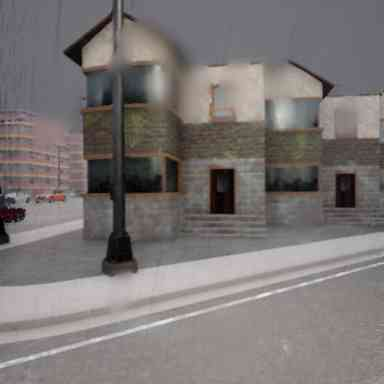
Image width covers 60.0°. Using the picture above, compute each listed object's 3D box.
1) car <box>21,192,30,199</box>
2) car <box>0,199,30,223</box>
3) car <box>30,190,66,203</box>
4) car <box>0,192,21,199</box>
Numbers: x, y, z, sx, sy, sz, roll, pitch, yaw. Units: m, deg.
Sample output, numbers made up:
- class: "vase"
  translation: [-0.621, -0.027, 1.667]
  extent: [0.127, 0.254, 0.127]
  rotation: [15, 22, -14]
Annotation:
- class: "car"
  translation: [-22.397, 0.717, 42.227]
  extent: [1.812, 1.442, 4.674]
  rotation: [0, 1, 10]
- class: "car"
  translation: [-11.979, 1.343, 19.538]
  extent: [1.895, 1.301, 4.718]
  rotation: [0, 1, 10]
- class: "car"
  translation: [-18.574, 0.488, 43.832]
  extent: [2.097, 1.767, 4.553]
  rotation: [0, 1, 10]
- class: "car"
  translation: [-20.385, 0.943, 33.692]
  extent: [2.033, 1.411, 5.357]
  rotation: [0, 2, 10]
